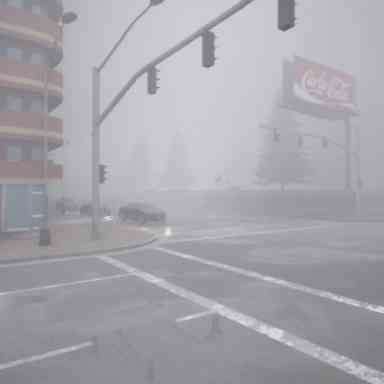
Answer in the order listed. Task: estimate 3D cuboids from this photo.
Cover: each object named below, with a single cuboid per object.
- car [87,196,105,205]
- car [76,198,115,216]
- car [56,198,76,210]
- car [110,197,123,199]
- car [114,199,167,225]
[{"bbox_3d":[-18.201,1.591,62.911,1.812,1.442,4.674,0,0,-36],"label":"car"},{"bbox_3d":[-9.483,1.598,32.694,1.994,1.385,4.181,0,0,-36],"label":"car"},{"bbox_3d":[-15.324,1.538,40.809,1.837,1.490,4.892,0,0,-36],"label":"car"},{"bbox_3d":[-12.714,1.557,55.458,2.128,1.511,4.902,0,0,-36],"label":"car"},{"bbox_3d":[-3.696,1.512,24.674,1.882,1.535,5.008,0,0,-36],"label":"car"}]
